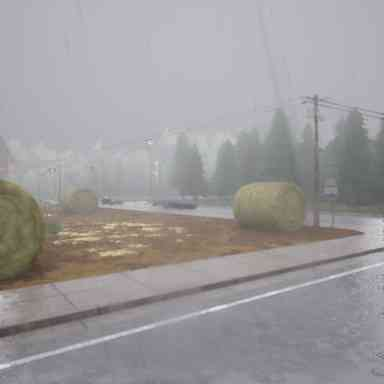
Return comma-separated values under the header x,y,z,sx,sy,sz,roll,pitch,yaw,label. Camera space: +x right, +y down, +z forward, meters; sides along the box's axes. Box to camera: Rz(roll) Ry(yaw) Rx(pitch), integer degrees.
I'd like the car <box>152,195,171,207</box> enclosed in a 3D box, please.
x,y,z,sx,sy,sz,roll,pitch,yaw,label
-3.962,1.259,47.966,2.097,1.767,4.553,0,0,-38,car

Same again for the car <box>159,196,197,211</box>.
x,y,z,sx,sy,sz,roll,pitch,yaw,label
-1.459,1.525,38.984,1.895,1.301,4.718,0,0,-38,car

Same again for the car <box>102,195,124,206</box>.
x,y,z,sx,sy,sz,roll,pitch,yaw,label
-12.762,1.343,53.460,2.097,1.767,4.553,0,0,-38,car
